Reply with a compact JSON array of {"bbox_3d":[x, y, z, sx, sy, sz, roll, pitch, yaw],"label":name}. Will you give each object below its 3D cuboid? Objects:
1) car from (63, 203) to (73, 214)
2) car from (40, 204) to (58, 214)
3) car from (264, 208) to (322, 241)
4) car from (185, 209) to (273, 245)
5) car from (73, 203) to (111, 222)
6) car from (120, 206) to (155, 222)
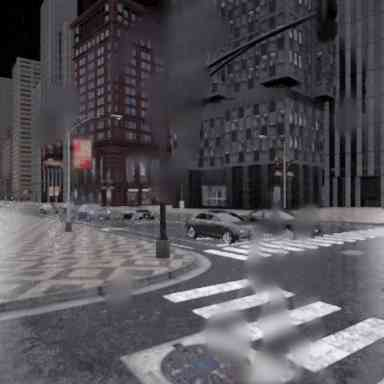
[{"bbox_3d":[-18.077,2.465,50.210,1.837,1.490,4.892,0,-1,-35],"label":"car"},{"bbox_3d":[-20.997,2.503,48.712,1.812,1.442,4.674,0,-1,-36],"label":"car"},{"bbox_3d":[4.663,1.692,18.372,1.882,1.535,5.008,0,-1,-36],"label":"car"},{"bbox_3d":[1.514,1.738,17.185,1.837,1.490,4.892,0,-1,-36],"label":"car"},{"bbox_3d":[-9.718,1.946,32.838,2.097,1.767,4.553,0,-1,-36],"label":"car"},{"bbox_3d":[-5.343,2.098,32.315,1.994,1.385,4.181,0,-1,-36],"label":"car"}]
